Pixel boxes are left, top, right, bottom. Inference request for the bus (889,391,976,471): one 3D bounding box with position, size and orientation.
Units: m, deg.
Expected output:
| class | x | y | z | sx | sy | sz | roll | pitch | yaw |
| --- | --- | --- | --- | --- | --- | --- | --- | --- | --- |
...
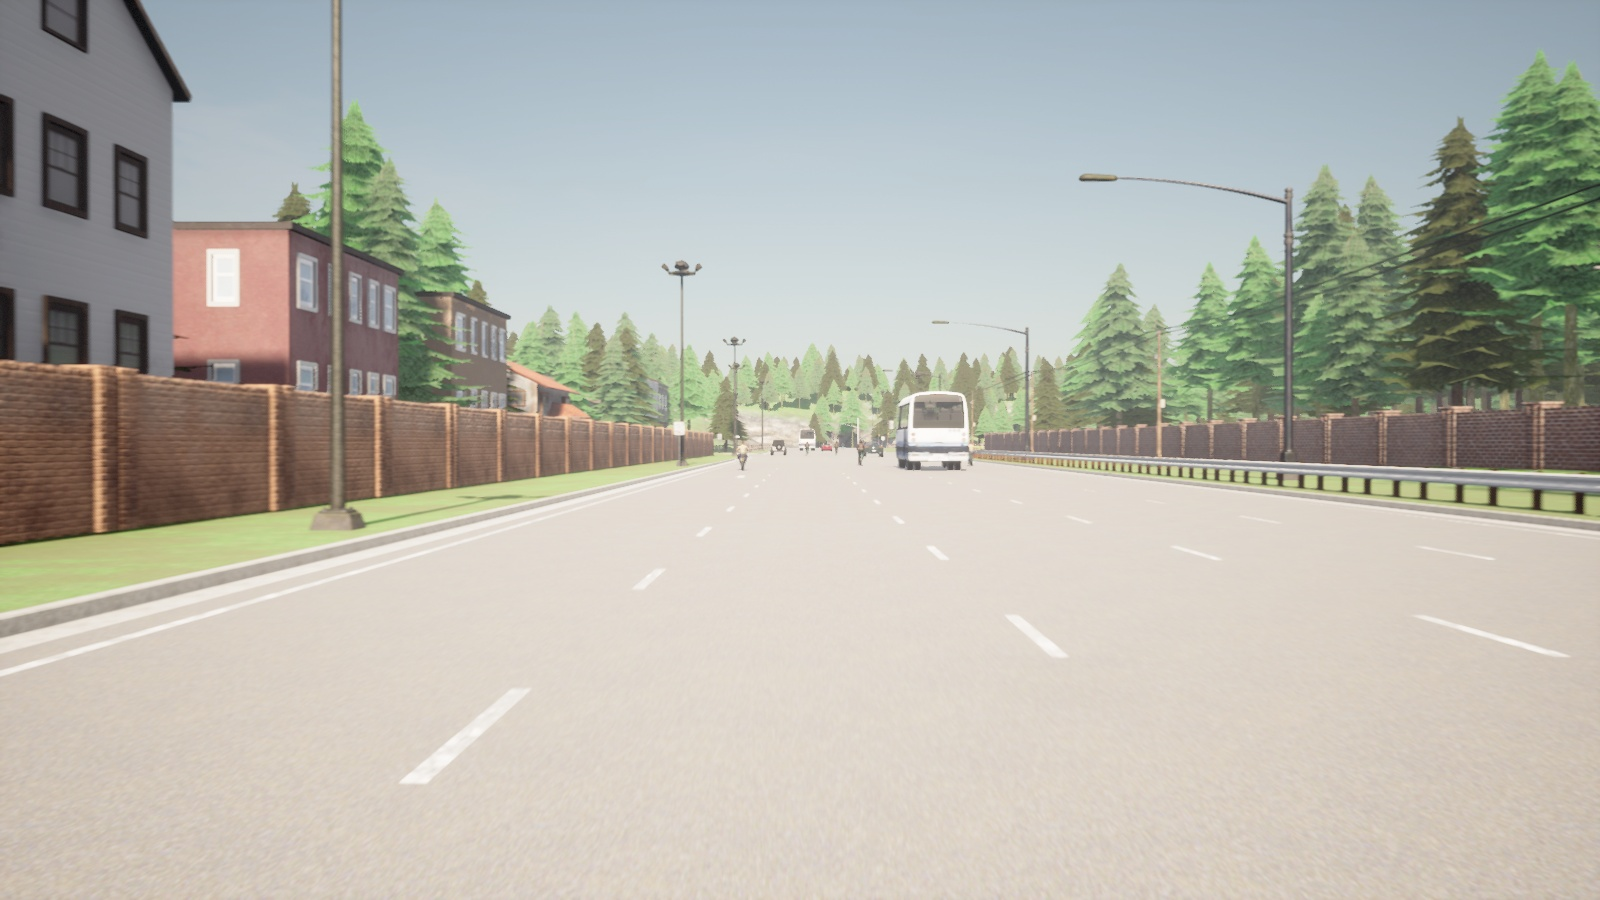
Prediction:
| class | x | y | z | sx | sy | sz | roll | pitch | yaw |
| --- | --- | --- | --- | --- | --- | --- | --- | --- | --- |
| bus | 7.426 | -1.026 | 72.115 | 3.944 | 4.253 | 10.273 | 0 | 0 | 0 |
